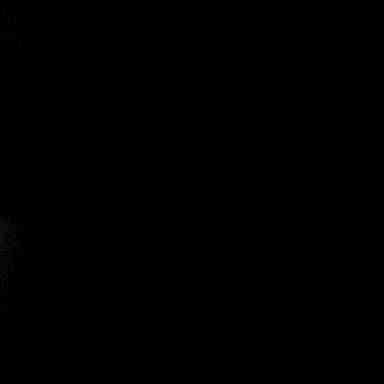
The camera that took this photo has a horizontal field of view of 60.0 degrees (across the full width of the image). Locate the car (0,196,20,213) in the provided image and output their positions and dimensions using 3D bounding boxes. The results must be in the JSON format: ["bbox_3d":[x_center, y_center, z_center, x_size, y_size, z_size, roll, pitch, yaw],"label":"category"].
[{"bbox_3d":[-19.331,1.299,31.126,1.882,1.535,5.008,-2,0,34],"label":"car"}]

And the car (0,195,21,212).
[{"bbox_3d":[-20.711,1.215,34.861,2.097,1.767,4.553,-2,0,34],"label":"car"}]
